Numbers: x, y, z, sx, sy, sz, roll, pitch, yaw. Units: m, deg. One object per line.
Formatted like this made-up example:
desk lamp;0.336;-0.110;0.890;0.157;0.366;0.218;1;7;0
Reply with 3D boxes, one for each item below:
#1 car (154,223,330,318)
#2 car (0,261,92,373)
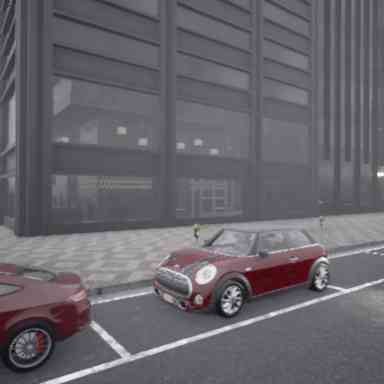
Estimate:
car;1.187;1.463;7.379;4.097;1.590;1.967;0;0;-36
car;-3.405;1.580;4.103;4.206;1.307;1.802;0;0;-36
